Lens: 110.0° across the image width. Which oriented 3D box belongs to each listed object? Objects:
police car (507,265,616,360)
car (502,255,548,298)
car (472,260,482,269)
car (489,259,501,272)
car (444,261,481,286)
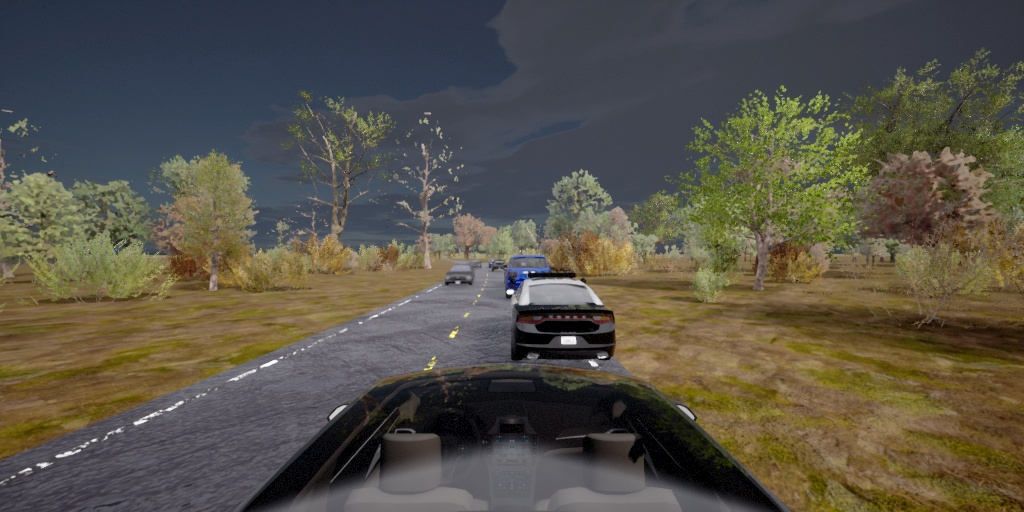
[{"bbox_3d":[0.908,1.174,8.443,1.930,1.638,5.238,0,0,0],"label":"police car"},{"bbox_3d":[0.736,0.971,18.411,2.150,2.045,5.566,0,0,-2],"label":"car"},{"bbox_3d":[-5.659,1.315,55.614,1.994,1.385,4.181,0,0,-6],"label":"car"},{"bbox_3d":[-1.737,1.252,46.942,1.837,1.490,4.892,0,0,-5],"label":"car"},{"bbox_3d":[-3.519,1.294,25.197,2.033,1.411,5.357,0,0,-2],"label":"car"}]
